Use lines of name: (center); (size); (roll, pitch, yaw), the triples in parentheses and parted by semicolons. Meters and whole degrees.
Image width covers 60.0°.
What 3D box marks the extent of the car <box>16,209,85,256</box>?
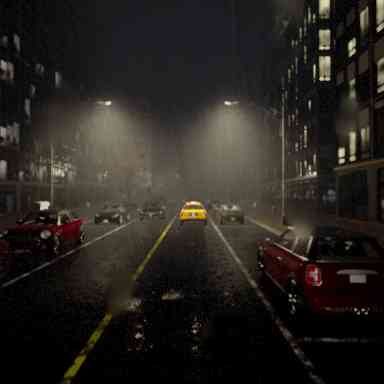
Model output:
car: (-5.679, 1.433, 12.957); (1.967, 1.590, 4.097); (1, 0, 0)

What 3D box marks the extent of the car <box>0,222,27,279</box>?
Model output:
car: (-5.681, 1.579, 7.384); (1.802, 1.307, 4.206); (1, 0, 0)

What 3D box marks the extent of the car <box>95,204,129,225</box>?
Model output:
car: (-5.680, 1.548, 24.106); (1.947, 1.339, 4.313); (1, 0, 0)

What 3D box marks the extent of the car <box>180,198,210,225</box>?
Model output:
car: (0.100, 1.438, 24.132); (1.801, 1.575, 5.366); (0, 0, 0)

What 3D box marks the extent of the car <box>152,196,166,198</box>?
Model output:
car: (-5.678, 1.386, 51.979); (1.967, 1.590, 4.097); (1, 0, 0)

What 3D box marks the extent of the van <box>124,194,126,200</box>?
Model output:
van: (-19.734, 1.400, 90.013); (3.998, 1.788, 1.690); (0, 0, 1)

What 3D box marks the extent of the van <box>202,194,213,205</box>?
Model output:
van: (2.704, 1.278, 57.545); (1.690, 1.788, 3.998); (1, 0, 0)

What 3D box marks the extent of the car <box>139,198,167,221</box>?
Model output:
car: (-3.097, 1.484, 27.091); (1.837, 1.490, 4.892); (0, 0, 0)

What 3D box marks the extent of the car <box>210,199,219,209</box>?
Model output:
car: (2.700, 1.558, 29.660); (1.802, 1.307, 4.206); (1, 0, 0)

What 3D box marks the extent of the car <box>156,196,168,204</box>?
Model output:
car: (-5.679, 1.492, 63.128); (1.947, 1.339, 4.313); (1, 0, 0)

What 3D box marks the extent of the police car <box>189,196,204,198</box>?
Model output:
police car: (0.101, 1.464, 41.917); (2.038, 1.542, 4.974); (0, 0, 0)

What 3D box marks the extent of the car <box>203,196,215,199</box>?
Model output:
car: (2.700, 1.529, 40.813); (1.947, 1.339, 4.313); (1, 0, 0)

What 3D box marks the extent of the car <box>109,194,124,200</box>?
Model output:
car: (-19.842, 1.510, 81.632); (4.403, 1.369, 2.008); (0, 0, 1)

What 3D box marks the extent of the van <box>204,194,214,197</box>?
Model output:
van: (2.704, 1.287, 51.968); (1.690, 1.788, 3.998); (1, 0, 0)

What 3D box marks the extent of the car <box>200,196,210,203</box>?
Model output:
car: (2.701, 1.459, 68.698); (1.887, 1.381, 4.507); (1, 0, 0)

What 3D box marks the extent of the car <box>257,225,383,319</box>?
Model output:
car: (2.701, 1.437, 7.352); (1.967, 1.590, 4.097); (1, 0, 0)

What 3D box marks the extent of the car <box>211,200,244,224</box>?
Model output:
car: (2.700, 1.533, 24.083); (2.008, 1.369, 4.403); (1, 0, 0)
